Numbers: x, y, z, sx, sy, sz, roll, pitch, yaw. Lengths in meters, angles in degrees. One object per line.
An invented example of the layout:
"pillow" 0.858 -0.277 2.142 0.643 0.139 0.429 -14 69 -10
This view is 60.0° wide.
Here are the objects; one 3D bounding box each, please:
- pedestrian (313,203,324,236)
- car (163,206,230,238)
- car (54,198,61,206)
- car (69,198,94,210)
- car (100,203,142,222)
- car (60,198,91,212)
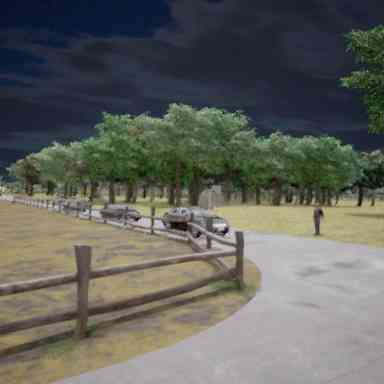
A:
"pedestrian" 7.043 1.501 18.674 0.375 1.860 0.375 2 -1 -33
"car" 0.128 1.562 18.232 2.128 1.511 4.902 2 -1 -32
"car" -23.497 1.763 59.420 2.033 1.411 5.357 2 -1 -33
"car" -16.125 1.709 48.271 2.128 1.511 4.902 2 -1 -33
"car" -5.994 1.639 27.568 2.033 1.411 5.357 2 -1 -33
"car" -13.961 1.624 39.676 1.837 1.490 4.892 2 -1 -33
